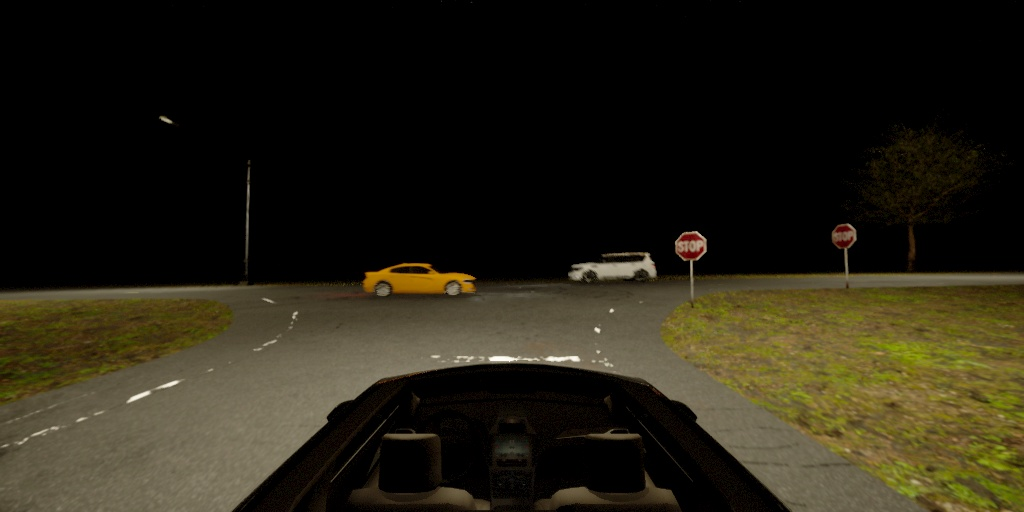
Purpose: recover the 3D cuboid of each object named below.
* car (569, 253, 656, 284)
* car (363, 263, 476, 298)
[{"bbox_3d":[6.598,0.859,23.727,5.566,2.045,2.150,-1,-3,-1],"label":"car"},{"bbox_3d":[-4.194,1.084,16.583,5.008,1.535,1.882,0,-1,0],"label":"car"}]
